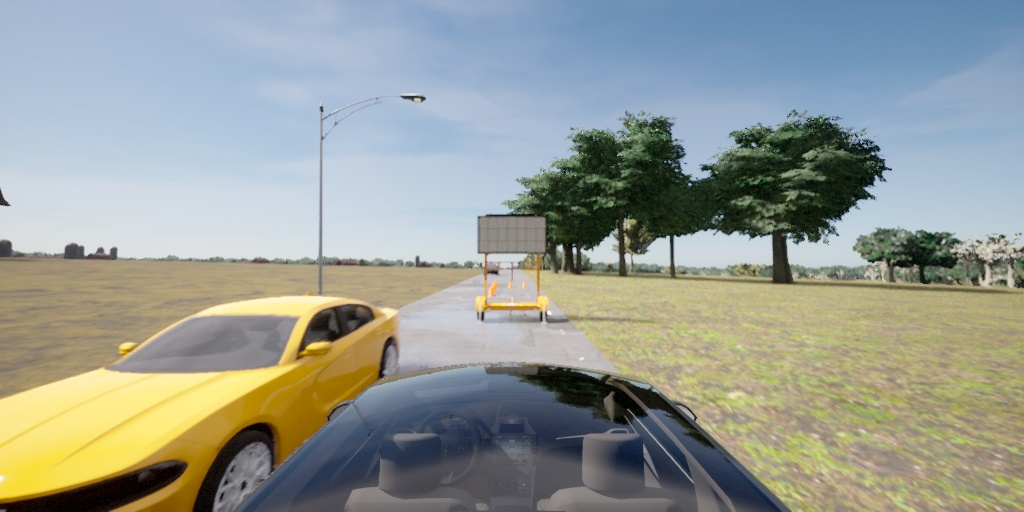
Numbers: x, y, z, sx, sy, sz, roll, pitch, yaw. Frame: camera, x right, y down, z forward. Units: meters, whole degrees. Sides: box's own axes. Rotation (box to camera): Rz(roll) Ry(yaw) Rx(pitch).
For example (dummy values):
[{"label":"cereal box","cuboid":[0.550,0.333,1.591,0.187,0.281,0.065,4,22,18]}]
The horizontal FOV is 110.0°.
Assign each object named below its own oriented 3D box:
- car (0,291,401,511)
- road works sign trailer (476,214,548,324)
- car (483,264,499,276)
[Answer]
[{"label":"car","cuboid":[-2.847,1.255,4.212,1.882,1.535,5.008,0,-1,0]},{"label":"road works sign trailer","cuboid":[0.002,0.333,12.481,2.380,3.560,2.880,0,0,0]},{"label":"car","cuboid":[-2.748,1.836,47.521,1.882,1.535,5.008,0,-1,0]}]
